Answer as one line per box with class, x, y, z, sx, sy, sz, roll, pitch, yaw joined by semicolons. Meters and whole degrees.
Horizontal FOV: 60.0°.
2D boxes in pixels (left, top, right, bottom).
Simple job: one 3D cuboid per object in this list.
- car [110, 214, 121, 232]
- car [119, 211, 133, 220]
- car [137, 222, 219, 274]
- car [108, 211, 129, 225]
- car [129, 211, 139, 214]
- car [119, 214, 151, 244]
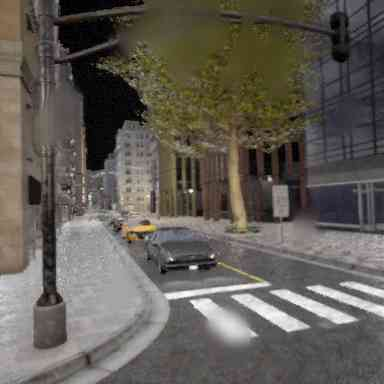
car;-6.372;3.036;31.435;1.895;1.301;4.718;-1;-2;-17
car;-11.883;4.177;59.549;1.837;1.490;4.892;-1;-2;-17
car;-0.682;2.104;13.016;2.033;1.411;5.357;-1;-2;-16
car;-9.428;3.457;41.380;2.033;1.411;5.357;-1;-2;-17
car;-8.769;3.703;49.814;2.128;1.511;4.902;-1;-2;-17
car;-3.565;2.481;22.390;1.882;1.535;5.008;-1;-2;-17
